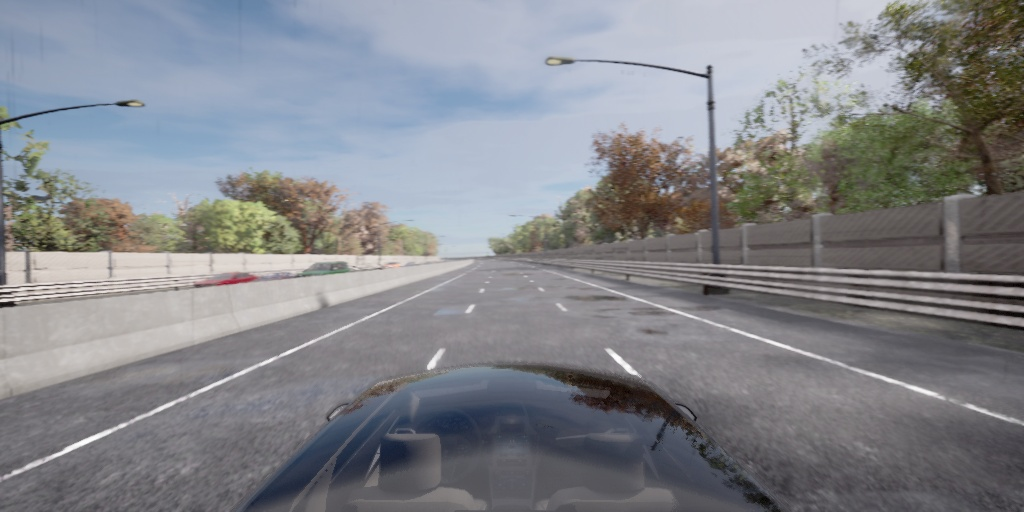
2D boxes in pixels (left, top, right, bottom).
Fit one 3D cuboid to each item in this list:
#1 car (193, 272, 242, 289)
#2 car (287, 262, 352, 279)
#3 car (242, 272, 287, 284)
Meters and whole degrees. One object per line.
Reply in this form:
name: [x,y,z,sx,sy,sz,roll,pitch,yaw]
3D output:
car: [-21.245,1.963,26.963,1.882,1.535,5.008,-2,0,-1]
car: [-14.268,1.481,27.466,2.150,2.045,5.566,-2,0,-1]
car: [-17.751,1.935,27.202,1.994,1.385,4.181,-2,0,-1]
